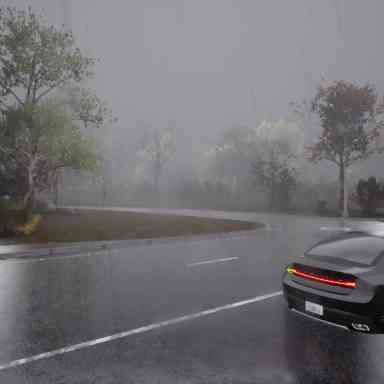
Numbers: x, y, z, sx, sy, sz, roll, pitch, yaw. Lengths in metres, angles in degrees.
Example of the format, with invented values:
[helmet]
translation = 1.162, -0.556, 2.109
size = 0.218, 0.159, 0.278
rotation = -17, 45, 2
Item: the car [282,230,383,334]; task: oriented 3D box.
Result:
[car]
translation = 3.812, 1.505, 6.438
size = 4.892, 1.490, 1.837
rotation = 0, 0, -36
